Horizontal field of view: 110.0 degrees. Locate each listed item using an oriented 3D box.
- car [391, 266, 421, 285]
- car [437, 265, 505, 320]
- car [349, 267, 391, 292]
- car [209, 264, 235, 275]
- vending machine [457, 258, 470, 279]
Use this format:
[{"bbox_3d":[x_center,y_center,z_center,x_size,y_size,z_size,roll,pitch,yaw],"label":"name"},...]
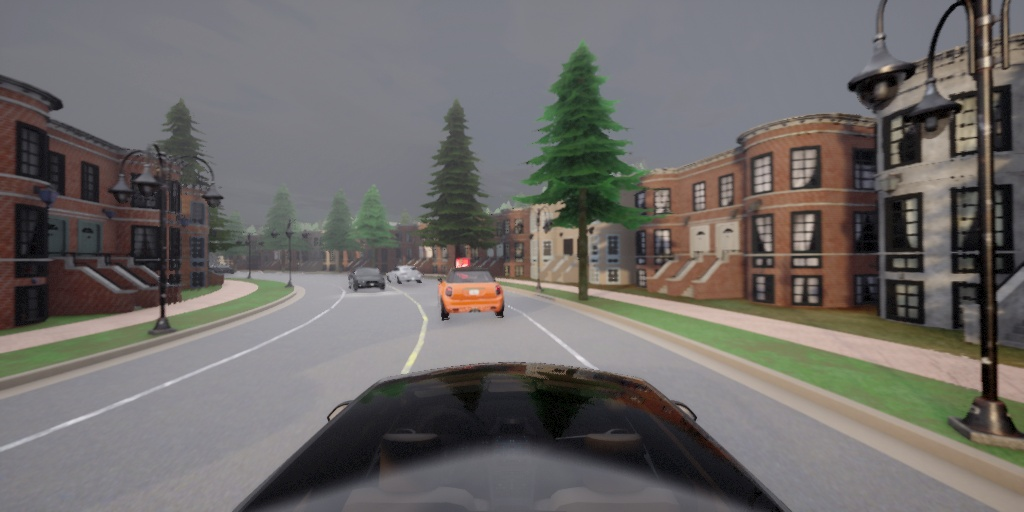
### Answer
[{"bbox_3d":[-8.930,1.546,29.623,1.812,1.442,4.674,0,-1,-34],"label":"car"},{"bbox_3d":[-1.689,1.201,13.510,2.097,1.767,4.553,0,0,-13],"label":"car"},{"bbox_3d":[-9.597,1.487,23.671,1.837,1.490,4.892,0,-1,-30],"label":"car"},{"bbox_3d":[-40.335,1.916,49.700,4.892,1.490,1.837,-1,-1,31],"label":"car"},{"bbox_3d":[-4.472,1.206,32.840,1.100,2.100,0.880,0,0,-34],"label":"vending machine"}]
